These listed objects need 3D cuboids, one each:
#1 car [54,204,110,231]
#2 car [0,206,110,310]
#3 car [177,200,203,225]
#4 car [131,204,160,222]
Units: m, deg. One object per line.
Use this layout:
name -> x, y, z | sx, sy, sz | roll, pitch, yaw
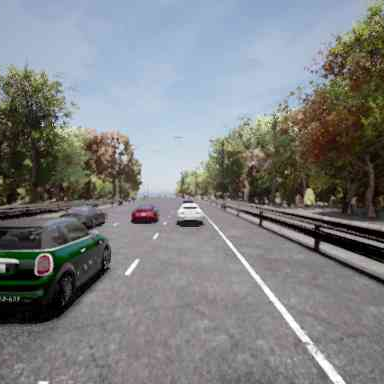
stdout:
car -> -7.114, 1.621, 22.223 | 2.033, 1.411, 5.357 | 0, 0, -1
car -> -3.444, 1.371, 7.998 | 2.097, 1.767, 4.553 | 0, 0, 0
car -> -0.159, 1.603, 24.976 | 1.812, 1.442, 4.674 | 0, 0, -1
car -> -3.700, 1.654, 27.136 | 1.994, 1.385, 4.181 | 0, 0, -1
